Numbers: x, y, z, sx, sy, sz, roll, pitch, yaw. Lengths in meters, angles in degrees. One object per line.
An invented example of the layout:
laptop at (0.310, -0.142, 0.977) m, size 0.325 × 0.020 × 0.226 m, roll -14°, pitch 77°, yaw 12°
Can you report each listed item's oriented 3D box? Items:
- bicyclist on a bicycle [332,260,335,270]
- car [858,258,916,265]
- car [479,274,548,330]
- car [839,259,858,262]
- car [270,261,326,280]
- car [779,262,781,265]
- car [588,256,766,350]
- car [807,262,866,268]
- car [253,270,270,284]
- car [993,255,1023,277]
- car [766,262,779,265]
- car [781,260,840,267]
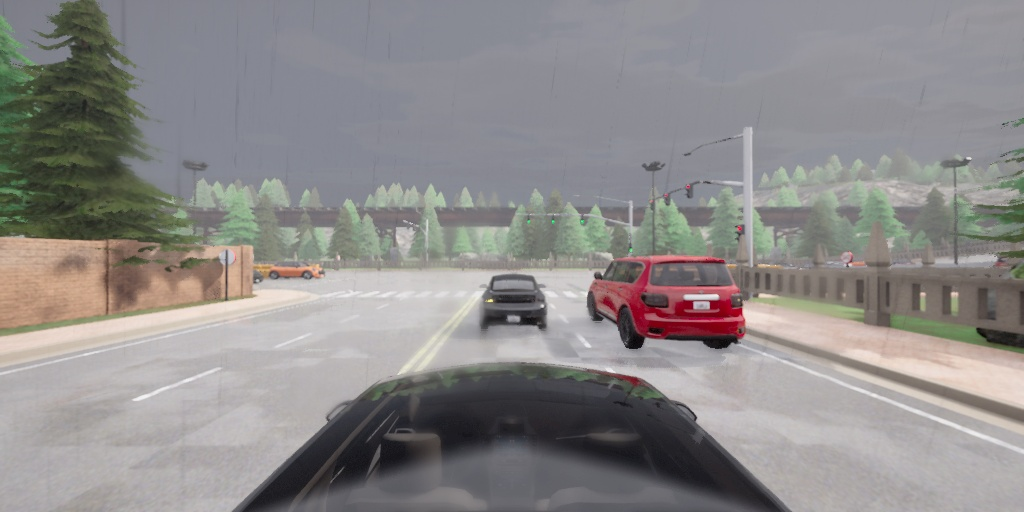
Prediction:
bicyclist on a bicycle at (-27.335, 1.374, 55.391) m, size 0.582 × 1.620 × 1.656 m, roll 0°, pitch 0°, yaw 0°
car at (42.867, 1.119, 40.689) m, size 4.553 × 1.767 × 2.097 m, roll -2°, pitch 0°, yaw 0°
car at (0.030, 1.314, 11.328) m, size 1.837 × 1.490 × 4.892 m, roll 0°, pitch 0°, yaw -1°
car at (39.280, 1.433, 44.179) m, size 4.674 × 1.442 × 1.812 m, roll -1°, pitch 0°, yaw 0°
car at (-19.916, 1.293, 33.411) m, size 4.553 × 1.767 × 2.097 m, roll 0°, pitch 0°, yaw 0°
car at (34.820, 1.511, 47.658) m, size 4.892 × 1.490 × 1.837 m, roll 0°, pitch 0°, yaw 0°
car at (3.531, 1.019, 9.364) m, size 2.150 × 2.045 × 5.566 m, roll 0°, pitch 0°, yaw 0°
car at (30.299, 1.500, 33.444) m, size 4.181 × 1.385 × 1.994 m, roll 0°, pitch 0°, yaw 0°
car at (-21.030, 1.252, 26.405) m, size 4.553 × 1.767 × 2.097 m, roll 0°, pitch 0°, yaw -2°
car at (44.002, 0.883, 30.021) m, size 5.566 × 2.045 × 2.150 m, roll -2°, pitch 0°, yaw 0°
car at (29.297, 1.492, 44.140) m, size 4.902 × 1.511 × 2.128 m, roll 0°, pitch 0°, yaw 0°
car at (34.235, 1.516, 40.658) m, size 5.357 × 1.411 × 2.033 m, roll 0°, pitch 0°, yaw 0°
